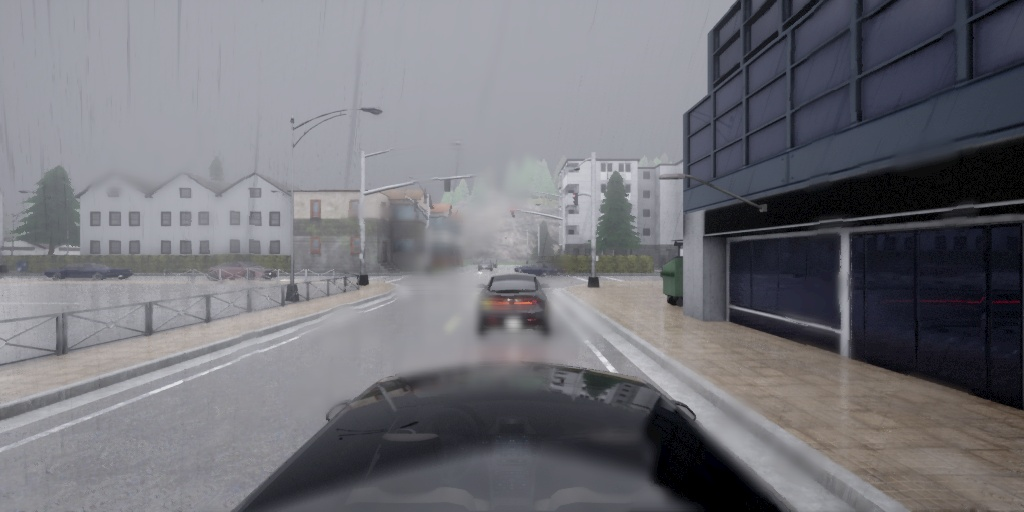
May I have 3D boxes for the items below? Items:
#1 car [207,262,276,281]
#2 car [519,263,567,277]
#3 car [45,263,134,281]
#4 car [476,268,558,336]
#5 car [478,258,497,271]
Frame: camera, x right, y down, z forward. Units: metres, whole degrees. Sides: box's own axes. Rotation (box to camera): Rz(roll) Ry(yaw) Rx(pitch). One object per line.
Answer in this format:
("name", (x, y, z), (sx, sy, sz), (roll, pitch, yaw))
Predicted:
("car", (-19.885, 1.138, 26.526), (4.181, 1.385, 1.994), (0, 0, 0))
("car", (2.516, 1.314, 32.654), (4.718, 1.301, 1.895), (0, 0, 37))
("car", (-31.170, 1.175, 26.581), (4.718, 1.301, 1.895), (0, 0, 0))
("car", (0.069, 1.255, 10.365), (1.837, 1.490, 4.892), (0, 0, 1))
("car", (-3.509, 1.241, 48.334), (2.128, 1.511, 4.902), (0, 0, 0))
